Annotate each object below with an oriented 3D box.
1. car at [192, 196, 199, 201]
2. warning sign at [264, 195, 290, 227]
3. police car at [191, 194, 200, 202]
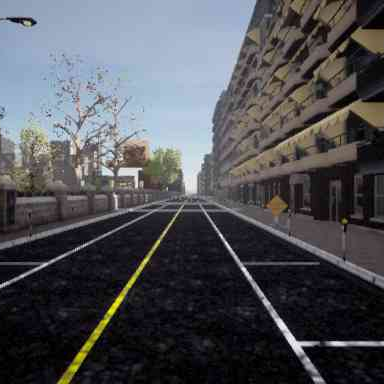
[{"bbox_3d":[0.899,1.733,89.905,1.837,1.490,4.892,0,0,0],"label":"car"},{"bbox_3d":[5.068,1.123,19.905,1.300,1.860,1.060,0,0,0],"label":"warning sign"},{"bbox_3d":[0.900,1.584,80.016,1.930,1.638,5.238,0,0,0],"label":"police car"}]
